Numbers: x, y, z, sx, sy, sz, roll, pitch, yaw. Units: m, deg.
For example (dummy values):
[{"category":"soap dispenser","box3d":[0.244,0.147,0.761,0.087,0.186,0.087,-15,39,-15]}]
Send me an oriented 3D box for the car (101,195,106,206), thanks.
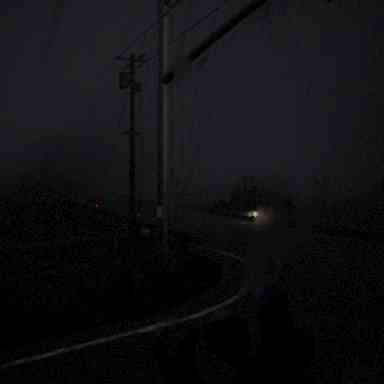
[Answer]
[{"category":"car","box3d":[-13.404,1.150,46.364,2.128,1.511,4.902,0,-2,-30]}]
